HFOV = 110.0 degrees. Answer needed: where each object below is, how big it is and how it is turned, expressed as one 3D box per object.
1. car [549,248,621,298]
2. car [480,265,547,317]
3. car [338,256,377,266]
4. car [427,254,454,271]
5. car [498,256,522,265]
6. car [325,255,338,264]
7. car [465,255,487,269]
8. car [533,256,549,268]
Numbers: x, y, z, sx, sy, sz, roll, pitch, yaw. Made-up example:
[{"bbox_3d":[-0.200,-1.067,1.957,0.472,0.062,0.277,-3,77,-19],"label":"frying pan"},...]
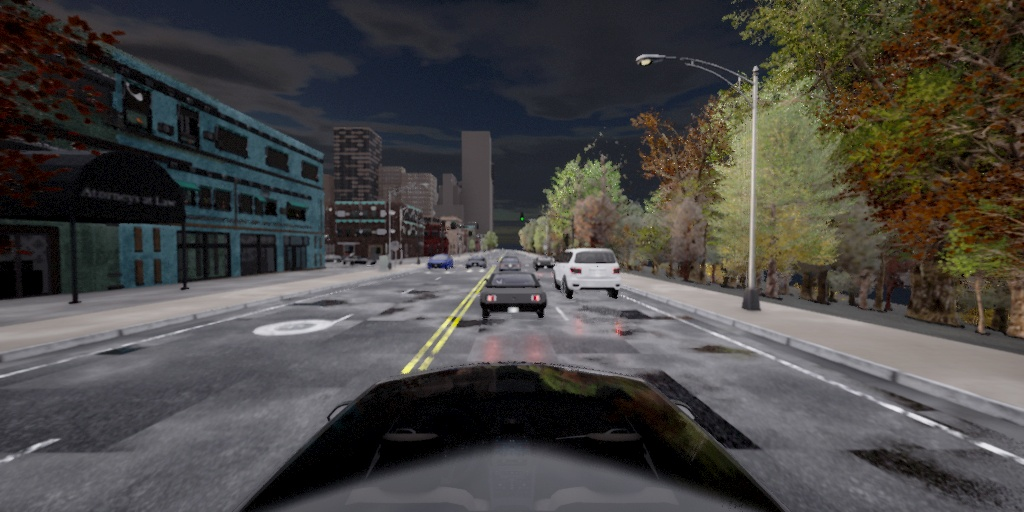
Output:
[{"bbox_3d":[3.232,0.680,16.347,2.150,2.045,5.566,0,1,-1],"label":"car"},{"bbox_3d":[0.024,1.146,12.057,1.895,1.301,4.718,0,1,-1],"label":"car"},{"bbox_3d":[-20.394,0.655,48.191,4.313,1.339,1.948,0,0,-1],"label":"car"},{"bbox_3d":[-6.859,0.575,34.811,1.882,1.535,5.008,0,1,0],"label":"car"},{"bbox_3d":[-0.156,0.742,29.797,2.033,1.411,5.357,0,1,-1],"label":"car"},{"bbox_3d":[-28.814,0.488,56.615,4.403,1.370,2.007,0,0,-1],"label":"car"},{"bbox_3d":[-3.611,0.616,37.056,1.994,1.385,4.181,0,1,0],"label":"car"},{"bbox_3d":[3.043,0.694,34.848,1.895,1.301,4.718,0,1,-1],"label":"car"}]
